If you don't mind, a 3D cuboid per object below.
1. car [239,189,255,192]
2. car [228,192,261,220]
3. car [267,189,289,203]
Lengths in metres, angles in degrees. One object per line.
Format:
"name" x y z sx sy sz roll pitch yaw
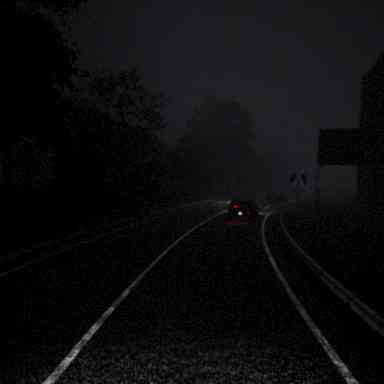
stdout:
"car" 6.834 0.344 41.653 2.033 1.411 5.357 3 3 27
"car" 3.729 1.030 23.556 1.837 1.490 4.892 1 3 15
"car" 10.566 0.405 40.802 1.882 1.535 5.008 3 3 27
